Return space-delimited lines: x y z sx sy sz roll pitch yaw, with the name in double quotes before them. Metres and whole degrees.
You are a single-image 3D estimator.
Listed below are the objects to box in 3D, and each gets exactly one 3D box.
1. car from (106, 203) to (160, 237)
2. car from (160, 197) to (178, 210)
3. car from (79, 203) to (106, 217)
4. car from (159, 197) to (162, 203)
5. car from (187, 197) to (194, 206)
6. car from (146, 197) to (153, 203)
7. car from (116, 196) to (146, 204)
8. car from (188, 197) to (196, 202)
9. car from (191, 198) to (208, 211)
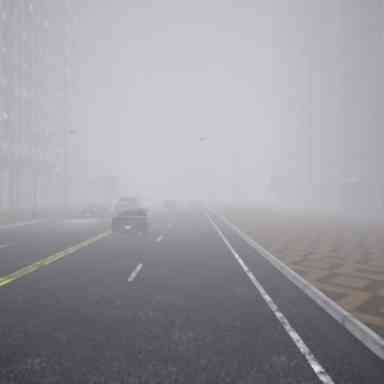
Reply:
"car" -3.150 1.596 18.778 1.882 1.535 5.008 0 0 0
"car" -3.150 1.872 48.648 1.994 1.385 4.181 0 0 0
"car" -9.846 1.814 33.631 1.895 1.301 4.718 0 0 0
"car" -6.499 1.872 75.624 1.882 1.535 5.008 0 0 0
"car" 0.000 1.881 65.111 1.882 1.535 5.008 0 0 0
"car" -9.749 1.742 74.159 1.994 1.385 4.181 0 0 0
"car" -6.593 1.445 34.783 2.150 2.045 5.566 0 -1 0
"car" 0.000 1.914 86.275 1.994 1.385 4.181 0 0 0
"car" 1.138 1.815 45.784 1.812 1.442 4.674 0 0 0
